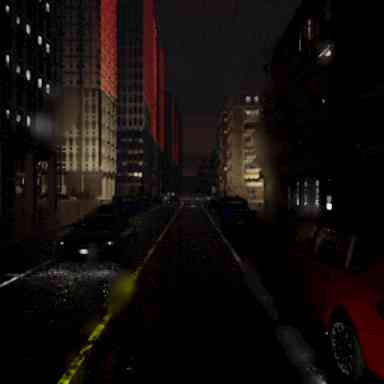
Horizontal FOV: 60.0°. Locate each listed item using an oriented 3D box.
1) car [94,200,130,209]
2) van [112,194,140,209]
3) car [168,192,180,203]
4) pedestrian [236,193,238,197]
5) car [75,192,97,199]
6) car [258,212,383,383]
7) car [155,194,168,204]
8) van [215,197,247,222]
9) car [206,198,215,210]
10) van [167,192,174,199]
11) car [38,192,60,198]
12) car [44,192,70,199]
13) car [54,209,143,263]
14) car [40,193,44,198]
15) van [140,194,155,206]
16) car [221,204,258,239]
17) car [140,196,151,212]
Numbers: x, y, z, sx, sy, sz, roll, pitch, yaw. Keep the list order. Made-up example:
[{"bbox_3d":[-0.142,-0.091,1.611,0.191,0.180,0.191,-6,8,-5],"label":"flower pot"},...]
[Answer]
[{"bbox_3d":[-5.692,1.452,22.178,1.947,1.339,4.313,0,0,0],"label":"car"},{"bbox_3d":[-5.693,1.199,27.825,1.690,1.788,3.998,0,0,0],"label":"van"},{"bbox_3d":[-3.005,1.258,59.470,2.033,1.411,5.357,0,0,0],"label":"car"},{"bbox_3d":[8.130,1.038,60.804,0.375,1.860,0.375,0,0,0],"label":"pedestrian"},{"bbox_3d":[-21.137,0.745,66.848,4.097,1.590,1.967,1,-1,0],"label":"car"},{"bbox_3d":[2.690,1.288,5.231,2.192,1.841,5.009,0,0,0],"label":"car"},{"bbox_3d":[-5.696,1.166,56.069,1.967,1.590,4.097,0,0,0],"label":"car"},{"bbox_3d":[2.688,1.228,22.177,1.690,1.788,3.998,0,0,0],"label":"van"},{"bbox_3d":[2.687,1.355,39.124,2.008,1.369,4.403,0,0,0],"label":"car"},{"bbox_3d":[-5.698,0.926,88.542,1.690,1.788,3.998,0,0,0],"label":"van"},{"bbox_3d":[-32.369,0.619,75.198,4.206,1.307,1.802,1,-1,0],"label":"car"},{"bbox_3d":[-26.714,0.779,66.832,4.206,1.307,1.802,1,-1,0],"label":"car"},{"bbox_3d":[-3.100,1.504,11.515,1.994,1.385,4.181,0,0,0],"label":"car"},{"bbox_3d":[-32.283,0.404,66.822,5.009,1.841,2.192,1,-1,0],"label":"car"},{"bbox_3d":[-5.694,1.145,39.122,1.690,1.788,3.998,0,0,0],"label":"van"},{"bbox_3d":[2.689,1.497,16.530,1.802,1.307,4.206,0,0,0],"label":"car"},{"bbox_3d":[-5.693,1.382,33.475,2.008,1.369,4.403,0,0,0],"label":"car"}]
